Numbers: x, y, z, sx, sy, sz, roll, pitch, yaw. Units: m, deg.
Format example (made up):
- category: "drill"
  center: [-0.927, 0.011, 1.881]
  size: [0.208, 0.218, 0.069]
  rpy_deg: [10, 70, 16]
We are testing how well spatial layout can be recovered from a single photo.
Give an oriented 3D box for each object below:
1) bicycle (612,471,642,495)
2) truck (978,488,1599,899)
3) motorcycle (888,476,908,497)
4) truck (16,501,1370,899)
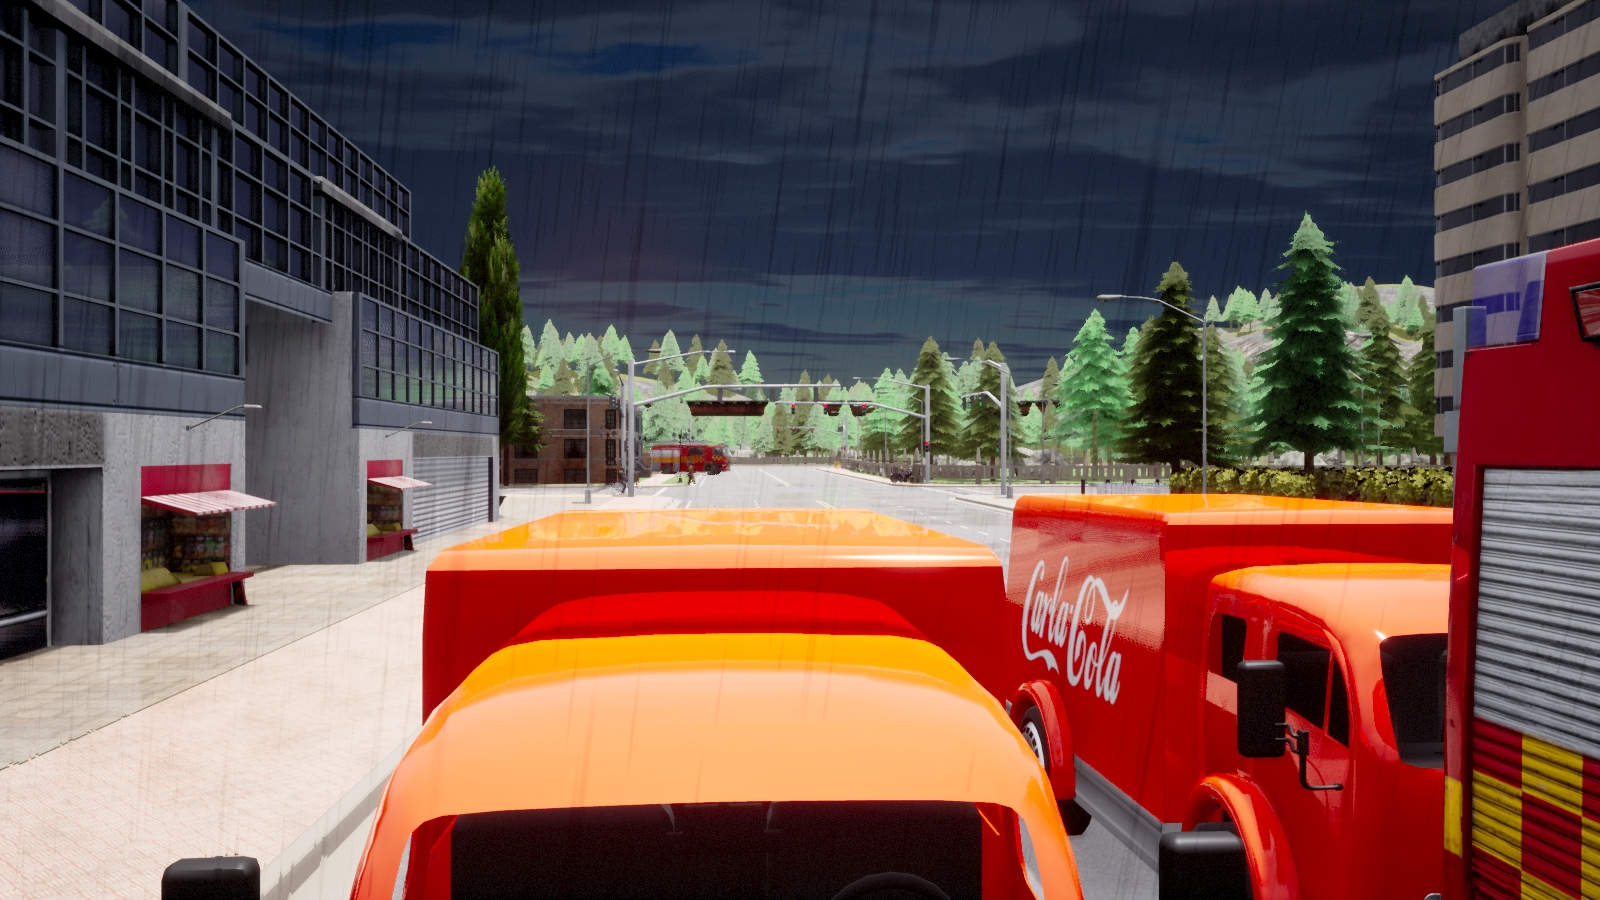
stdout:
- category: "bicycle"
  center: [-10.752, 2.060, 70.920]
  size: [1.835, 1.471, 0.329]
  rpy_deg: [0, 0, 9]
- category: "truck"
  center: [3.003, 1.568, 7.234]
  size: [2.627, 2.467, 5.204]
  rpy_deg: [0, 0, -4]
- category: "motorcycle"
  center: [5.944, 2.205, 69.519]
  size: [0.867, 1.251, 2.209]
  rpy_deg: [0, 0, -4]
- category: "truck"
  center: [-0.347, 1.568, 4.821]
  size: [2.627, 2.467, 5.204]
  rpy_deg: [0, 0, -4]
